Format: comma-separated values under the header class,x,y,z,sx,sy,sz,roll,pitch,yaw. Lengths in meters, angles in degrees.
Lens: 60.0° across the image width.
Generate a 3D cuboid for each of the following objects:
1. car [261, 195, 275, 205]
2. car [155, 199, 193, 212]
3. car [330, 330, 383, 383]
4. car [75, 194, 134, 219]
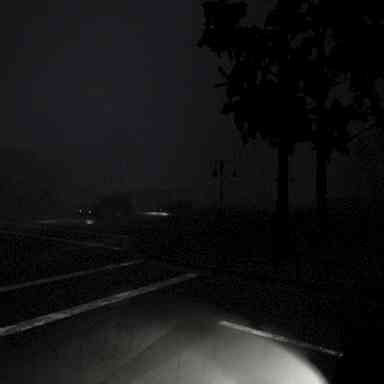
class,x,y,z,sx,sy,sz,roll,pitch,yaw
car,13.891,1.347,60.734,2.097,1.767,4.553,0,0,7
car,-1.928,1.547,38.569,2.033,1.411,5.357,0,0,34
car,2.951,1.564,1.868,4.181,1.385,1.994,0,0,36
car,-7.729,1.222,30.005,2.150,2.045,5.566,0,0,35
